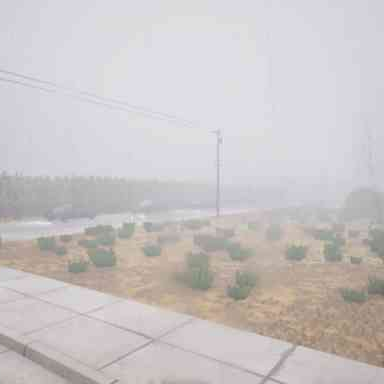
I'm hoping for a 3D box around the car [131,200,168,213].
[{"bbox_3d":[-4.356,1.551,35.117,1.812,1.442,4.674,0,0,33],"label":"car"}]

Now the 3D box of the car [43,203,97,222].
[{"bbox_3d":[-9.719,1.589,26.795,1.994,1.385,4.181,0,0,33],"label":"car"}]

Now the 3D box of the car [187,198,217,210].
[{"bbox_3d":[1.555,1.573,44.327,2.033,1.411,5.357,0,0,33],"label":"car"}]
